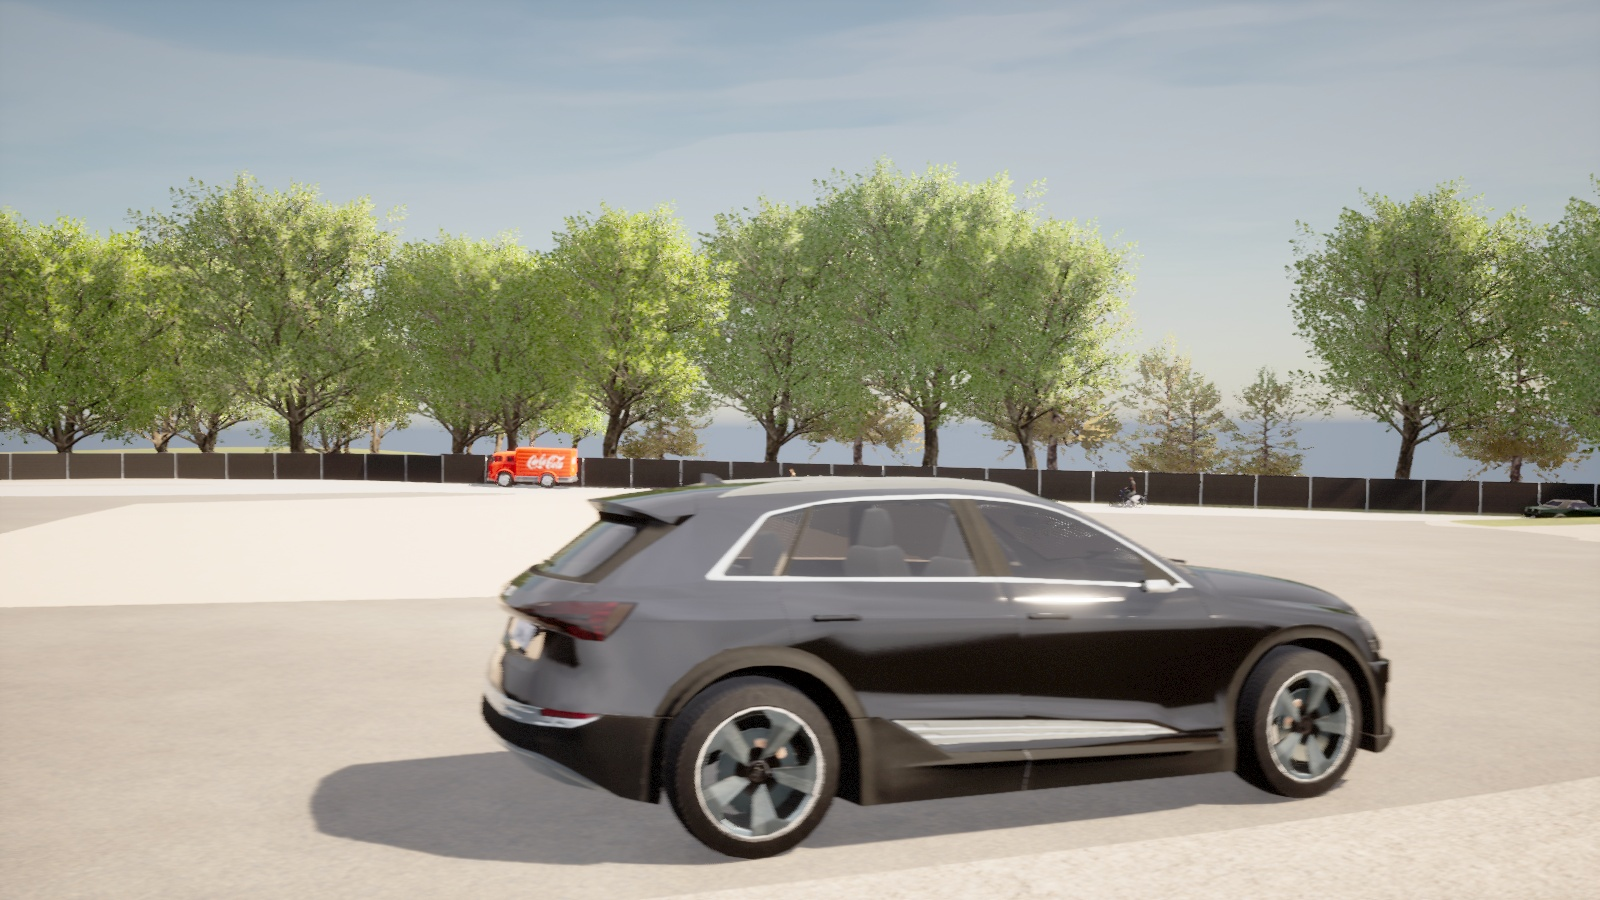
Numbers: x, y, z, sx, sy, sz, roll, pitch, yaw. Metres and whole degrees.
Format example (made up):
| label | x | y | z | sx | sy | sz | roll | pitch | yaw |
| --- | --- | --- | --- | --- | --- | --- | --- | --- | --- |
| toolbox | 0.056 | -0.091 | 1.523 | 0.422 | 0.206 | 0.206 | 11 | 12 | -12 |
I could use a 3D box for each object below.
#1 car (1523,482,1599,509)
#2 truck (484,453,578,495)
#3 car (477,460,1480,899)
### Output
| label | x | y | z | sx | sy | sz | roll | pitch | yaw |
| --- | --- | --- | --- | --- | --- | --- | --- | --- | --- |
| car | 41.198 | 2.413 | 66.548 | 4.718 | 1.301 | 1.895 | 0 | 1 | 0 |
| truck | -16.481 | 1.435 | 77.174 | 5.204 | 2.467 | 2.627 | 0 | 1 | 0 |
| car | 0.896 | 0.930 | 6.674 | 4.856 | 1.649 | 2.033 | -1 | -1 | -20 |
